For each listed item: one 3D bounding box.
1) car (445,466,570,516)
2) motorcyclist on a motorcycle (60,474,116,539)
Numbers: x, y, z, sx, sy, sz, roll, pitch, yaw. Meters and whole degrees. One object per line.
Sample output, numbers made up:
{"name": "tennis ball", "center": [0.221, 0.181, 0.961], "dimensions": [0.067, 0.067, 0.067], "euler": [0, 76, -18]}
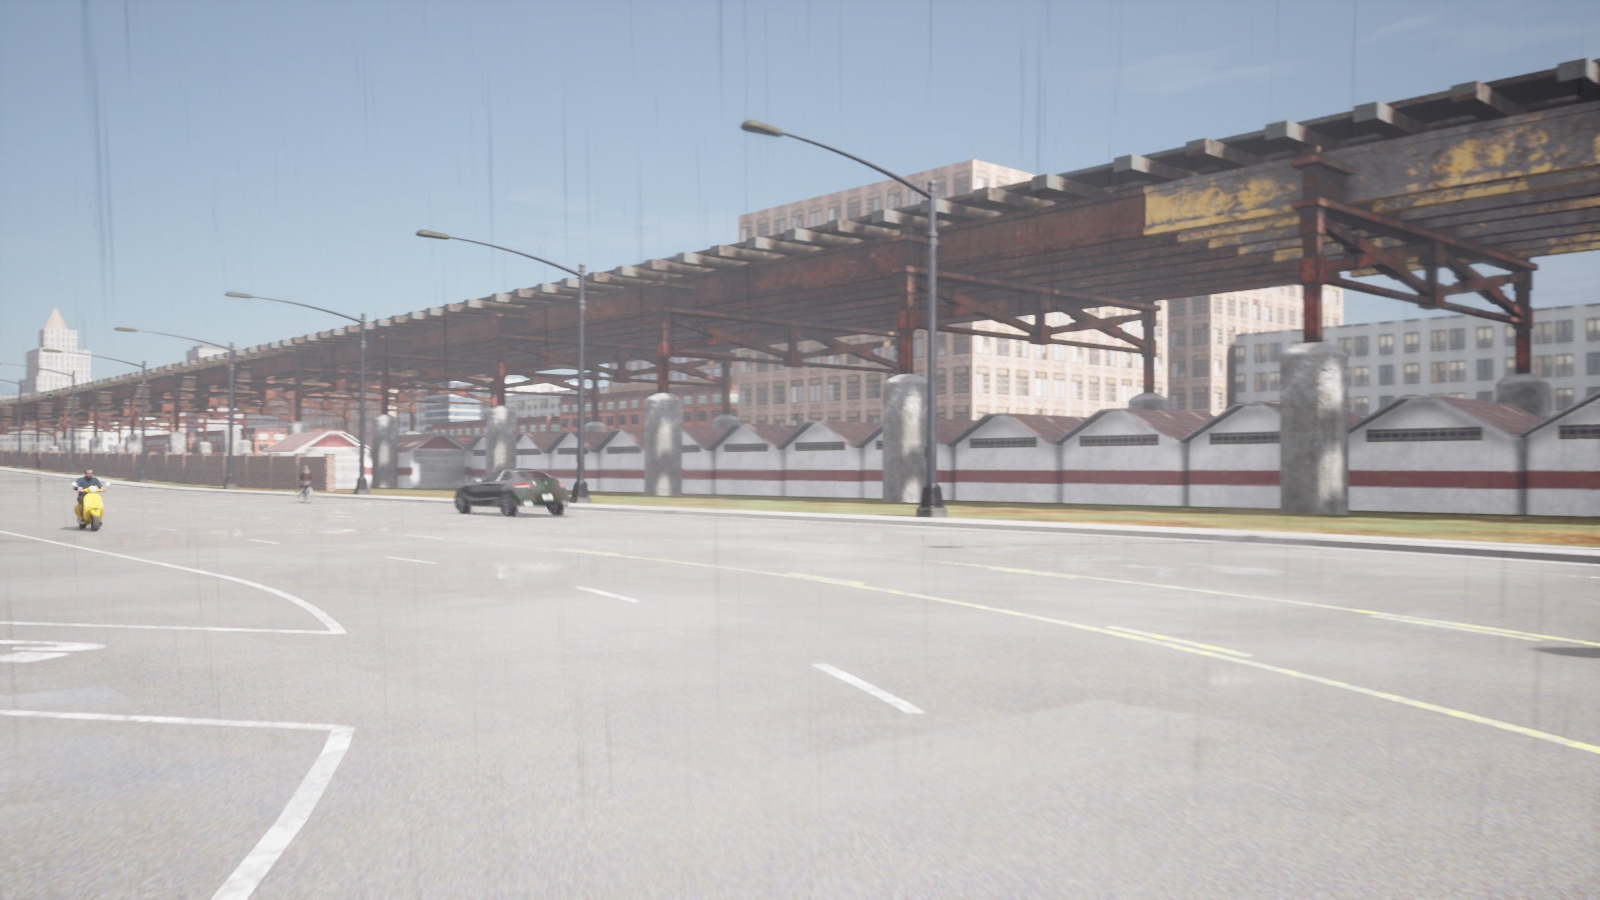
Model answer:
{"name": "car", "center": [-10.335, 1.388, 44.133], "dimensions": [2.152, 1.651, 5.027], "euler": [1, -1, -42]}
{"name": "motorcyclist on a motorcycle", "center": [-17.935, 1.393, 31.614], "dimensions": [0.866, 1.590, 1.817], "euler": [1, -1, -42]}
